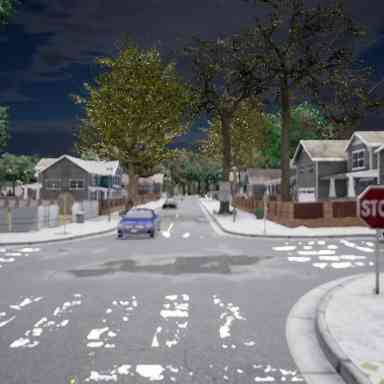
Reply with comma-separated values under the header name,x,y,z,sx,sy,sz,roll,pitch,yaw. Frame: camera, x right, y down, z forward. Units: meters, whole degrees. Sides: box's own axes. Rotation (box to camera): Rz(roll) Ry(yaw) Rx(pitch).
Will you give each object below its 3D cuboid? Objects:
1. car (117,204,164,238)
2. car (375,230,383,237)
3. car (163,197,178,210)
name,x,y,z,sx,sy,sz,roll,pitch,yaw
car,-2.777,1.597,18.191,1.812,1.442,4.674,0,0,0
car,10.031,1.230,13.372,4.902,1.511,2.128,-2,0,0
car,-2.816,1.643,43.151,1.895,1.301,4.718,0,0,0
